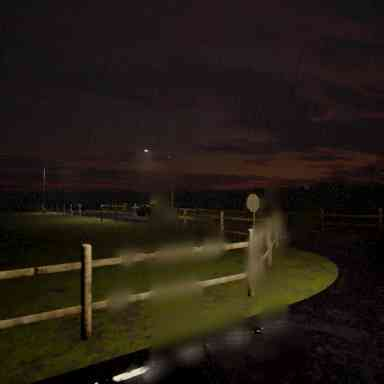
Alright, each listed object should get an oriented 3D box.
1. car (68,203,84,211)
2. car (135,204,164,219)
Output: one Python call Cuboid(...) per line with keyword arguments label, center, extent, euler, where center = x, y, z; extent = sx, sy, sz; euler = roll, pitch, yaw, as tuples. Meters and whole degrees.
Cuboid(label="car", center=(-21.039, 2.713, 60.395), extent=(1.994, 1.385, 4.181), euler=(0, -1, -34))
Cuboid(label="car", center=(-4.873, 2.096, 36.803), extent=(1.837, 1.490, 4.892), euler=(0, -1, -34))
